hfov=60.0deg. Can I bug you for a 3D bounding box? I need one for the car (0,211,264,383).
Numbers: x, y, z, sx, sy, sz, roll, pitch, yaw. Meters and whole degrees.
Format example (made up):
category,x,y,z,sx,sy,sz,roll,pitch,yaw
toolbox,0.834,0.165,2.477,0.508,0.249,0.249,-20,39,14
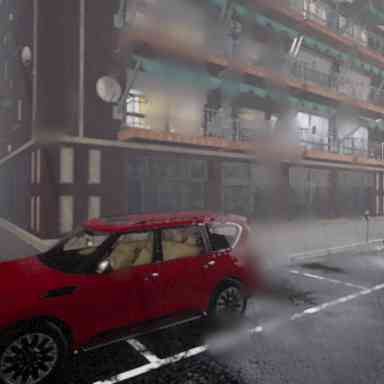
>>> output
category,x,y,z,sx,sy,sz,roll,pitch,yaw
car,-1.024,1.306,5.355,5.009,1.841,2.192,0,1,-36
